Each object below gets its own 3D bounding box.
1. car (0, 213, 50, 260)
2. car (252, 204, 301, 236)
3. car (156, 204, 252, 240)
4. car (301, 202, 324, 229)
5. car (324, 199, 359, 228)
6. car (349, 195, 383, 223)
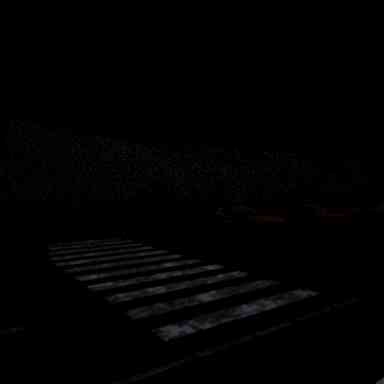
[{"bbox_3d":[-6.977,1.491,11.670,4.892,1.521,2.231,-1,-1,34],"label":"car"},{"bbox_3d":[2.894,1.458,18.476,5.366,1.575,1.946,-1,-1,35],"label":"car"},{"bbox_3d":[0.313,1.507,16.845,4.674,1.452,2.002,-1,0,35],"label":"car"},{"bbox_3d":[5.144,1.494,20.323,4.792,1.488,2.163,-1,-1,35],"label":"car"},{"bbox_3d":[7.754,1.459,21.937,5.366,1.575,1.946,-1,-1,35],"label":"car"},{"bbox_3d":[12.483,1.334,25.484,4.553,1.767,2.185,-1,0,34],"label":"car"}]
